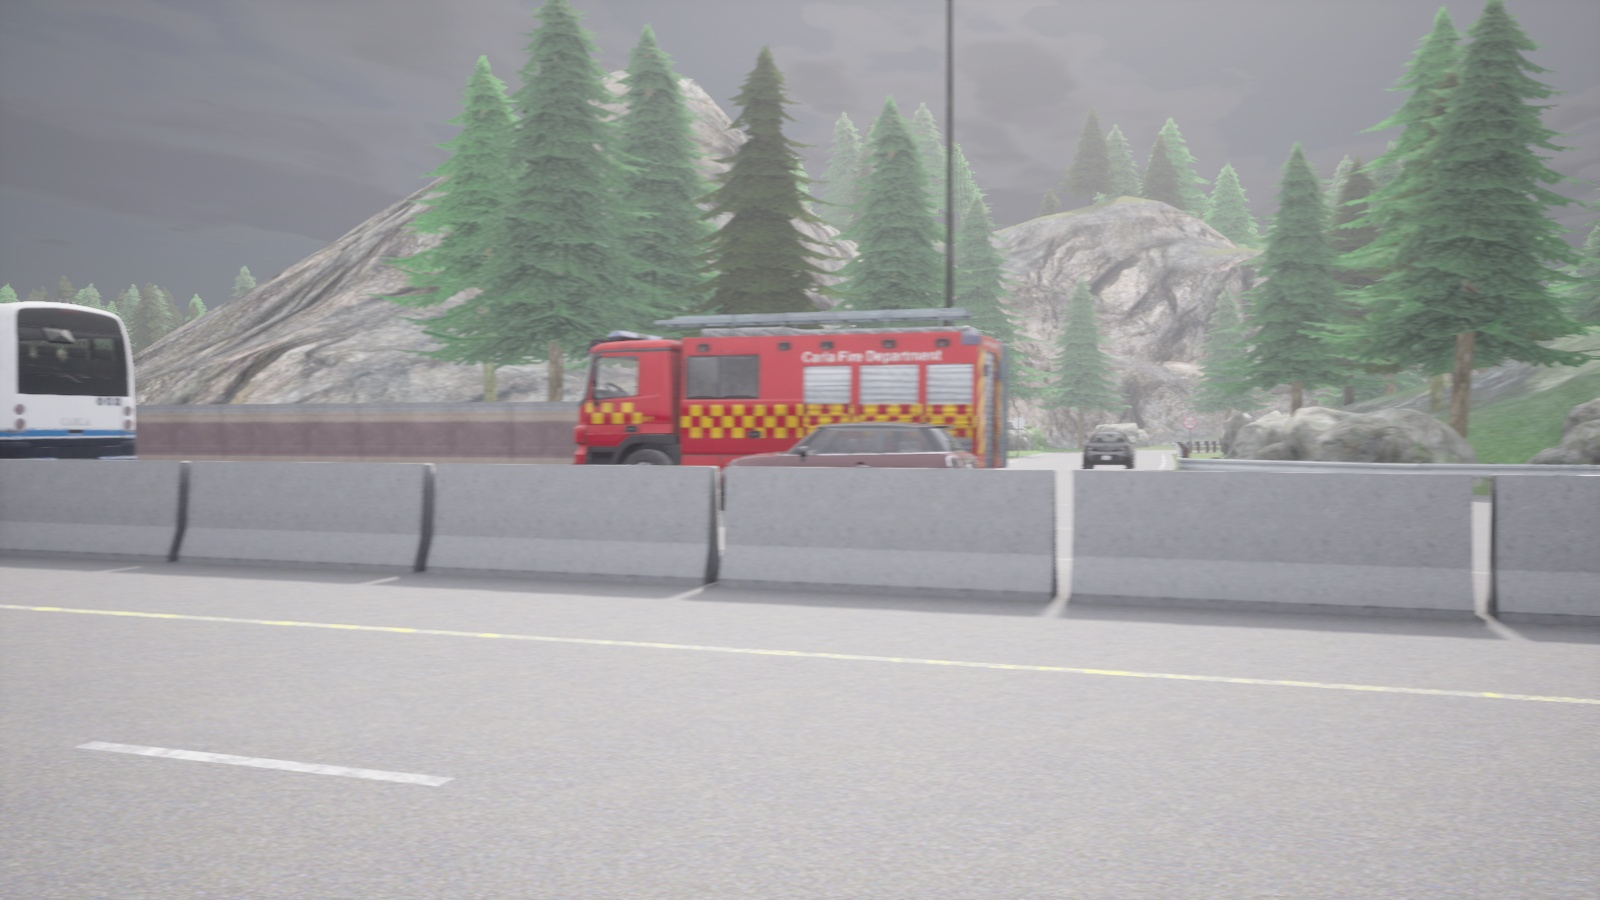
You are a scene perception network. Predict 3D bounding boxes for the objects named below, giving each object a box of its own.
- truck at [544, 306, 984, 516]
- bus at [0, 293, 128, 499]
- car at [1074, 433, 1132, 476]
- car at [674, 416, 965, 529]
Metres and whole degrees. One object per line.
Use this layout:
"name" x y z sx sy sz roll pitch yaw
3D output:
"truck" -0.737 -0.781 25.579 8.468 3.827 2.891 1 1 19
"bus" -20.978 -1.185 28.695 10.273 4.253 3.944 1 1 19
"car" 11.220 0.121 46.345 1.816 1.474 4.193 1 1 17
"car" 0.363 0.318 21.531 4.553 1.767 2.097 1 1 19
